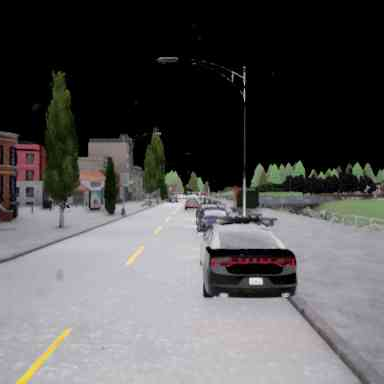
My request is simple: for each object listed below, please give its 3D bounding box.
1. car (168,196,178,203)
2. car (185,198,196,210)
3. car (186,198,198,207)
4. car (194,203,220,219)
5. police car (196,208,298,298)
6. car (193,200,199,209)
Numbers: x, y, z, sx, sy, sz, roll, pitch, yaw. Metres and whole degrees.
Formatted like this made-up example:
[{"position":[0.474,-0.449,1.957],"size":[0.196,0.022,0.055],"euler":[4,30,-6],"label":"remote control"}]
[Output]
[{"position":[-4.028,1.673,71.911],"size":[2.128,1.511,4.902],"euler":[0,0,0],"label":"car"},{"position":[0.013,1.677,44.504],"size":[1.994,1.385,4.181],"euler":[0,0,0],"label":"car"},{"position":[-0.022,1.691,56.805],"size":[2.033,1.411,5.357],"euler":[0,0,0],"label":"car"},{"position":[1.193,1.573,18.596],"size":[1.812,1.442,4.674],"euler":[0,0,0],"label":"car"},{"position":[1.179,1.447,8.709],"size":[1.930,1.638,5.238],"euler":[0,0,0],"label":"police car"},{"position":[1.190,1.568,24.596],"size":[1.837,1.490,4.892],"euler":[0,0,0],"label":"car"}]
